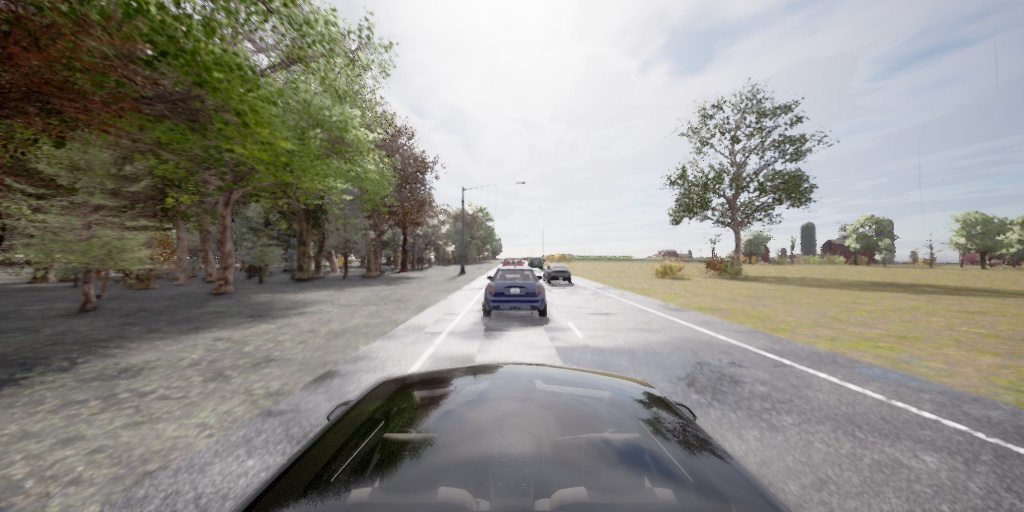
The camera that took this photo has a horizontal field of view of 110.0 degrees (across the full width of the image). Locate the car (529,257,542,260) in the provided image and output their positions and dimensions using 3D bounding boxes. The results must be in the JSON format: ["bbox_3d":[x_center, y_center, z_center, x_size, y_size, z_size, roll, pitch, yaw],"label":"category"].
[{"bbox_3d":[3.600,1.222,55.701,2.150,2.045,5.566,0,0,0],"label":"car"}]

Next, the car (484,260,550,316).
[{"bbox_3d":[0.100,1.161,13.727,2.097,1.767,4.553,0,0,0],"label":"car"}]

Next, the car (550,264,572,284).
[{"bbox_3d":[3.594,1.389,28.724,1.837,1.490,4.892,0,0,0],"label":"car"}]

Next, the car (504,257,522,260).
[{"bbox_3d":[0.100,1.137,35.387,2.150,2.045,5.566,0,0,0],"label":"car"}]
